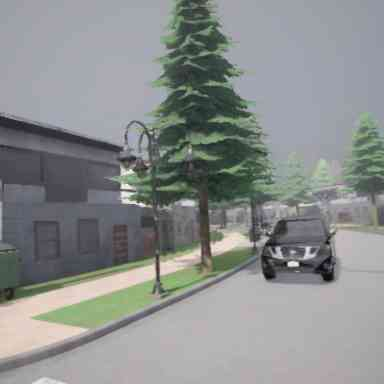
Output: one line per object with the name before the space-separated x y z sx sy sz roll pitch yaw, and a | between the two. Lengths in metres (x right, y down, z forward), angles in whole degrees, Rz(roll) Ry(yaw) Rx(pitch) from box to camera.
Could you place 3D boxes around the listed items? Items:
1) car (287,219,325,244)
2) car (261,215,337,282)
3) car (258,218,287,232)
car | 8.530 2.943 25.350 2.128 1.511 4.902 -4 -4 12
car | 4.192 1.949 12.543 2.150 2.045 5.566 -5 -5 25
car | 10.154 4.105 42.225 2.128 1.511 4.902 -3 -4 -3
